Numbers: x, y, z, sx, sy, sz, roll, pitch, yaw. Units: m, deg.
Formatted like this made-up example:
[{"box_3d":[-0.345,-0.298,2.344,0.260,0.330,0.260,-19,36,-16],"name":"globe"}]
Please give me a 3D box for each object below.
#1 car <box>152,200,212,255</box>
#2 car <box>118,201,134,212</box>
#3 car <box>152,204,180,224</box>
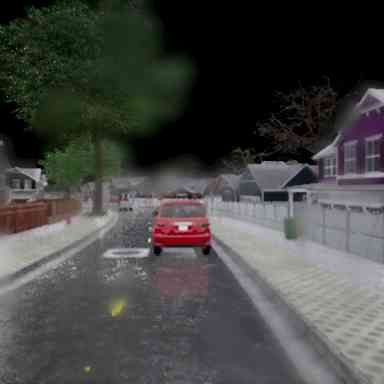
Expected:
[{"box_3d":[-0.508,1.360,14.146,2.150,2.045,5.566,0,0,-5],"name":"car"},{"box_3d":[-9.481,2.059,47.447,1.837,1.490,4.892,0,-1,-16],"name":"car"},{"box_3d":[-2.383,1.851,29.105,2.033,1.411,5.357,0,-1,-10],"name":"car"}]
